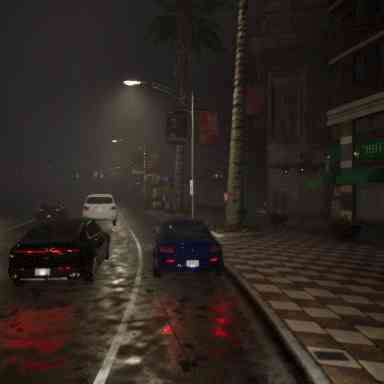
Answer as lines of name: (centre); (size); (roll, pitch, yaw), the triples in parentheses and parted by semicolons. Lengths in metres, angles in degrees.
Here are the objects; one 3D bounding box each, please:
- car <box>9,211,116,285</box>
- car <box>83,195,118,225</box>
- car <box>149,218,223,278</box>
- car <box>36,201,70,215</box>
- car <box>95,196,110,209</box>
car: (-3.487, 1.493, 9.530); (1.837, 1.490, 4.892); (0, -1, -7)
car: (-6.445, 1.199, 23.515); (2.150, 2.045, 5.566); (0, 0, -14)
car: (-0.288, 1.519, 10.119); (1.812, 1.442, 4.674); (0, 0, -8)
car: (-10.565, 1.465, 25.491); (2.128, 1.511, 4.902); (0, 0, -14)
car: (-12.564, 1.437, 46.673); (1.882, 1.535, 5.008); (0, 0, -15)
